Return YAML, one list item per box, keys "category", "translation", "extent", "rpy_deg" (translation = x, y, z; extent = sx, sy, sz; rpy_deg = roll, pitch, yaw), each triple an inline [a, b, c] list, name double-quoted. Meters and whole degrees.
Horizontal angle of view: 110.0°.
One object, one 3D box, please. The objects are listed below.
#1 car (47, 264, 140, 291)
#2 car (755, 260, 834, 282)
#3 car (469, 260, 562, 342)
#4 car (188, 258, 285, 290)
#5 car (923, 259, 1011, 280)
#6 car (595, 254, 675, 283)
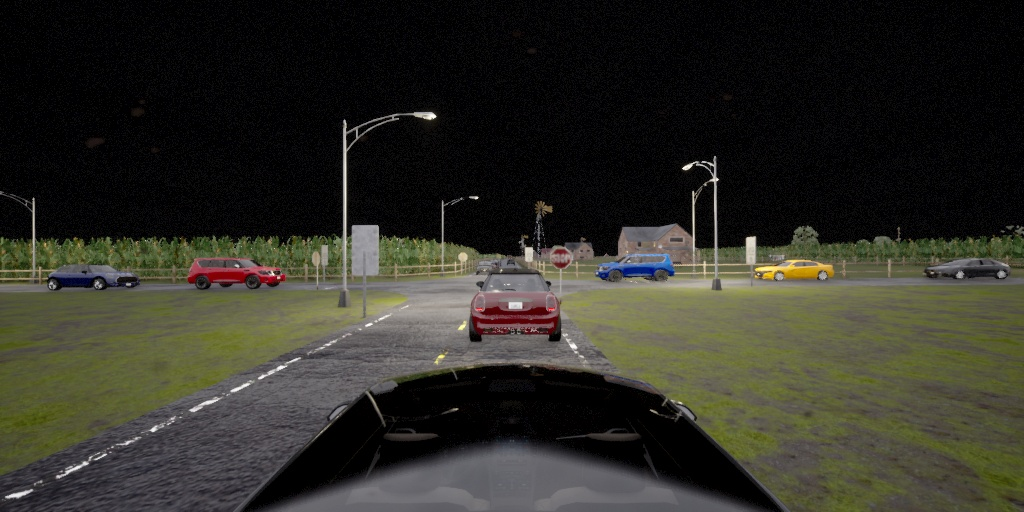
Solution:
- category: "car"
  translation: [-28.002, 1.345, 24.119]
  extent: [4.553, 1.767, 2.097]
  rpy_deg: [-1, 0, 1]
- category: "car"
  translation: [20.656, 1.042, 26.393]
  extent: [5.008, 1.535, 1.882]
  rpy_deg: [-1, 0, 1]
- category: "car"
  translation: [0.058, 1.103, 9.955]
  extent: [2.097, 1.767, 4.553]
  rpy_deg: [0, 0, -1]
- category: "car"
  translation: [-18.348, 1.126, 23.985]
  extent: [5.566, 2.045, 2.150]
  rpy_deg: [-1, 0, 1]
- category: "car"
  translation: [33.162, 0.955, 26.215]
  extent: [4.892, 1.490, 1.837]
  rpy_deg: [-1, 0, 1]
- category: "car"
  translation: [8.982, 0.889, 26.313]
  extent: [5.566, 2.045, 2.150]
  rpy_deg: [-1, 0, -2]
